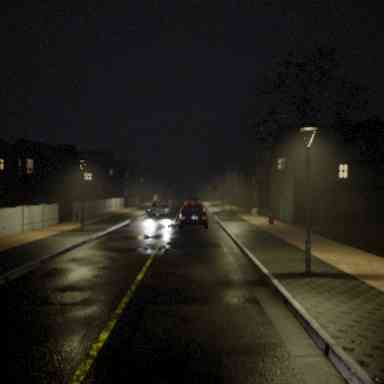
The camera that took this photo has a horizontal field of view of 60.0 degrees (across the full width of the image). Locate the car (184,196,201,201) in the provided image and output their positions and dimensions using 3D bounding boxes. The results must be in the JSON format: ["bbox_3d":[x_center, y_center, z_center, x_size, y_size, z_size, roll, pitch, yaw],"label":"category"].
[{"bbox_3d":[0.099,1.304,42.243,2.097,1.767,4.553,0,0,0],"label":"car"}]

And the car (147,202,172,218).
[{"bbox_3d":[-2.844,1.565,29.827,1.895,1.301,4.718,0,0,0],"label":"car"}]

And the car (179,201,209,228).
[{"bbox_3d":[0.099,1.522,21.653,2.033,1.411,5.357,0,0,0],"label":"car"}]
